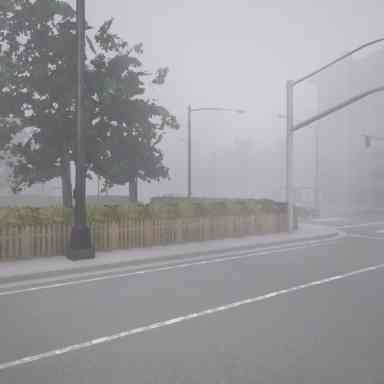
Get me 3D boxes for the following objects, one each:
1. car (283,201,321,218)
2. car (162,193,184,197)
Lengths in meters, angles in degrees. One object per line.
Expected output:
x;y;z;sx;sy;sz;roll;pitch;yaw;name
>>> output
9.368;1.526;30.313;1.812;1.442;4.674;0;0;-35;car
-2.338;1.221;47.233;2.150;2.045;5.566;0;0;-35;car
